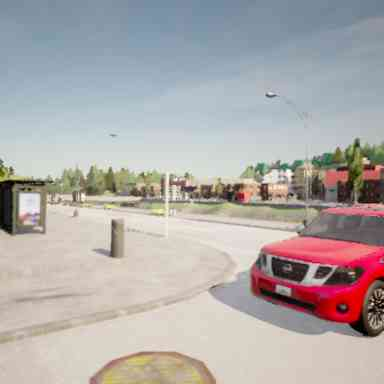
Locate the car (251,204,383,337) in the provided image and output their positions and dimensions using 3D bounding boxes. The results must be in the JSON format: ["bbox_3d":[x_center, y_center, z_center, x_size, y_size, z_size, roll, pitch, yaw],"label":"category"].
[{"bbox_3d":[3.777,1.320,7.172,5.566,2.045,2.150,1,0,-36],"label":"car"}]
